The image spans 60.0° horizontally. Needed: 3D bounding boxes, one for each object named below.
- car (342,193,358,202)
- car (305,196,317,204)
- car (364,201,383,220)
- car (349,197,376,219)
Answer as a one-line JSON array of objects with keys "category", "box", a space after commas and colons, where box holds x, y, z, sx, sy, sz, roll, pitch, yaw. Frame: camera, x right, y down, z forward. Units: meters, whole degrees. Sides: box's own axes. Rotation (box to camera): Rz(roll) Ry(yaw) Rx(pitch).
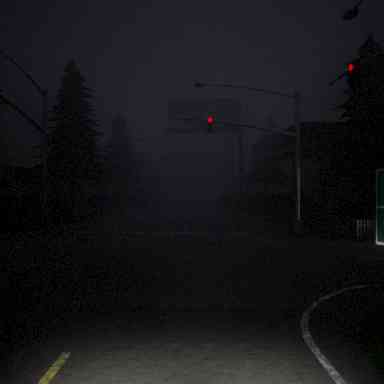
[{"category": "car", "box": [34.936, 1.489, 71.829, 2.007, 1.523, 4.514, 0, 0, 0]}, {"category": "car", "box": [22.529, 1.552, 64.042, 1.970, 1.475, 3.806, 0, 0, 0]}, {"category": "car", "box": [18.707, 1.672, 30.647, 4.611, 1.667, 2.242, 0, 0, 0]}, {"category": "car", "box": [14.378, 1.504, 24.979, 3.866, 1.878, 1.905, 0, 0, 0]}]
